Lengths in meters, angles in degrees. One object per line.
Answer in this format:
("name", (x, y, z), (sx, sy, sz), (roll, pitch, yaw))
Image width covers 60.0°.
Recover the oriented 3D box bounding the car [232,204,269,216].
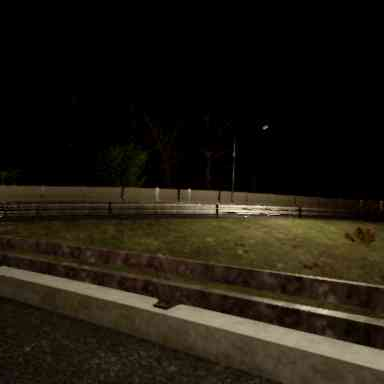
("car", (7.259, 2.156, 40.810), (5.008, 1.535, 1.882), (3, -1, -23))
